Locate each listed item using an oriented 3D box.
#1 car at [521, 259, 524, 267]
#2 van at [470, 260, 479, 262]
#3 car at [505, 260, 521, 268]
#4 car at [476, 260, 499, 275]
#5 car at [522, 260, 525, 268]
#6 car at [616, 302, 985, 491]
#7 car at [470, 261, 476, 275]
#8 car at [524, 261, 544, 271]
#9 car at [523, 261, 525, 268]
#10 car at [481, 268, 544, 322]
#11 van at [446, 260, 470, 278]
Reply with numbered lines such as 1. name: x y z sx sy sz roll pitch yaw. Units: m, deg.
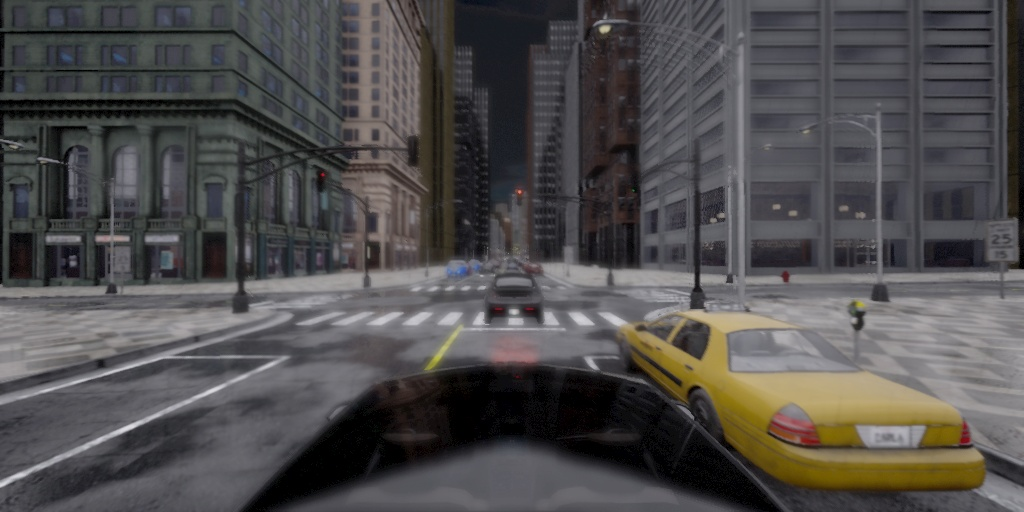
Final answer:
1. car: 2.835 1.741 59.595 1.751 1.417 4.829 0 0 0
2. van: -5.720 1.510 53.926 1.690 1.789 3.998 0 0 0
3. car: 0.120 1.806 62.511 1.994 1.385 4.181 0 -1 1
4. car: -3.042 1.603 45.513 1.837 1.490 4.892 0 0 0
5. car: 2.831 1.714 53.900 1.888 1.381 4.507 0 0 0
6. car: 2.772 1.299 4.929 1.751 1.417 4.829 0 0 0
7. car: -5.733 1.622 42.877 1.888 1.381 4.507 0 0 0
8. car: 2.822 1.621 42.850 1.888 1.381 4.507 0 0 0
9. car: 2.826 1.668 48.375 1.888 1.381 4.507 0 0 0
10. car: 0.080 1.340 12.607 1.837 1.490 4.892 0 0 0
11. van: -5.740 1.372 37.352 1.690 1.789 3.998 0 0 0
